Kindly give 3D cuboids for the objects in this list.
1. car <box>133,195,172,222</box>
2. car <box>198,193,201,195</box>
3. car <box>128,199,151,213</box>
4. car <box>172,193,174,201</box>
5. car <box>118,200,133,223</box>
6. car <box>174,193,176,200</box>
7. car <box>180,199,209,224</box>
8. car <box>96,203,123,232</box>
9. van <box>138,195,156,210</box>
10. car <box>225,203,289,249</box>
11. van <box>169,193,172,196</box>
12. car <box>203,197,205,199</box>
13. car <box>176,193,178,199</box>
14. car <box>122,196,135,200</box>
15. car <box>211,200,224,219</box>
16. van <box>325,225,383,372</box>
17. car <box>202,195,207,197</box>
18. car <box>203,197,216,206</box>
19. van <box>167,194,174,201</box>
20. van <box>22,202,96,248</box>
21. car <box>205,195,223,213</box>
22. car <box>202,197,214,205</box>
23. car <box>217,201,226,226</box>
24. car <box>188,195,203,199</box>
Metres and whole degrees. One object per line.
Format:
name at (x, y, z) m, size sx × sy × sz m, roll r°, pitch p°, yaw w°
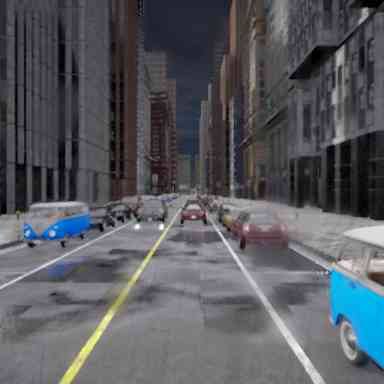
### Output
car at (-2.986, 1.355, 25.864) m, size 2.097 × 1.767 × 4.553 m, roll 0°, pitch 0°, yaw 0°
car at (2.798, 1.447, 70.869) m, size 1.967 × 1.590 × 4.097 m, roll 0°, pitch 0°, yaw 0°
car at (-5.745, 1.548, 37.047) m, size 1.887 × 1.381 × 4.507 m, roll 0°, pitch 0°, yaw 0°
car at (-5.724, 1.534, 76.334) m, size 1.752 × 1.417 × 4.829 m, roll 0°, pitch 0°, yaw 0°
car at (-5.751, 1.568, 25.773) m, size 1.947 × 1.339 × 4.313 m, roll 0°, pitch 0°, yaw 0°
car at (-5.721, 1.562, 82.140) m, size 2.008 × 1.369 × 4.403 m, roll 0°, pitch 0°, yaw 0°
car at (0.114, 1.527, 24.946) m, size 1.812 × 1.442 × 4.674 m, roll 0°, pitch 0°, yaw 0°
car at (-5.754, 1.567, 20.137) m, size 1.947 × 1.339 × 4.313 m, roll 0°, pitch 0°, yaw 0°
van at (-5.742, 1.345, 42.684) m, size 1.690 × 1.788 × 3.998 m, roll 0°, pitch 0°, yaw 0°
car at (2.768, 1.441, 14.507) m, size 1.967 × 1.590 × 4.097 m, roll 0°, pitch 0°, yaw 0°
van at (-5.727, 1.348, 70.867) m, size 1.690 × 1.788 × 3.998 m, roll 0°, pitch 0°, yaw 0°
car at (2.783, 1.569, 42.688) m, size 1.947 × 1.339 × 4.313 m, roll 0°, pitch 0°, yaw 0°
car at (-5.715, 1.457, 93.413) m, size 1.967 × 1.590 × 4.097 m, roll 0°, pitch 0°, yaw 0°
car at (-5.749, 1.318, 31.410) m, size 2.192 × 1.841 × 5.009 m, roll 0°, pitch 0°, yaw 0°
car at (2.774, 1.552, 25.780) m, size 2.008 × 1.369 × 4.403 m, roll 0°, pitch 0°, yaw 0°
van at (2.761, 1.341, 3.234) m, size 1.690 × 1.788 × 3.998 m, roll 0°, pitch 0°, yaw 0°
car at (2.786, 1.319, 48.325) m, size 2.192 × 1.841 × 5.009 m, roll 0°, pitch 0°, yaw 0°
car at (2.789, 1.549, 53.961) m, size 1.887 × 1.381 × 4.507 m, roll 0°, pitch 0°, yaw 0°
van at (-5.718, 1.355, 87.777) m, size 1.690 × 1.788 × 3.998 m, roll 0°, pitch 0°, yaw 0°
van at (-5.758, 1.342, 14.500) m, size 1.690 × 1.788 × 3.998 m, roll 0°, pitch 0°, yaw 0°
car at (2.780, 1.443, 37.052) m, size 1.967 × 1.590 × 4.097 m, roll 0°, pitch 0°, yaw 0°
car at (2.793, 1.571, 59.598) m, size 1.947 × 1.339 × 4.313 m, roll 0°, pitch 0°, yaw 0°
car at (2.771, 1.527, 20.313) m, size 1.752 × 1.417 × 4.829 m, roll 0°, pitch 0°, yaw 0°
car at (0.125, 1.509, 45.734) m, size 1.837 × 1.490 × 4.892 m, roll 0°, pitch 0°, yaw 0°
